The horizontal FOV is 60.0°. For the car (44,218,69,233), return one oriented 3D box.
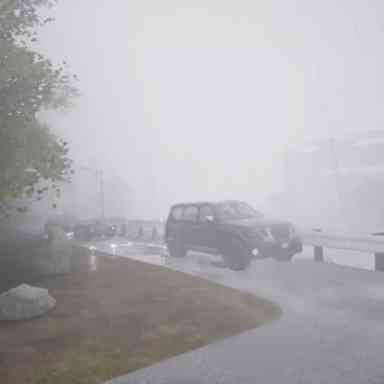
[{"bbox_3d":[-13.998,3.468,34.385,1.837,1.490,4.892,-2,-3,-33],"label":"car"}]

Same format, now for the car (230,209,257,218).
[{"bbox_3d":[10.797,4.505,69.795,5.366,1.575,1.946,1,0,36],"label":"car"}]

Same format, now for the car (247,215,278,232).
[{"bbox_3d":[9.132,3.966,42.673,2.185,1.767,4.553,0,1,36],"label":"car"}]

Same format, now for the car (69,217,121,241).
[{"bbox_3d":[-7.104,2.692,23.903,1.895,1.301,4.718,-2,-3,-33],"label":"car"}]

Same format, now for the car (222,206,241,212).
[{"bbox_3d":[10.893,4.659,92.032,4.792,1.488,2.163,-1,-1,35],"label":"car"}]

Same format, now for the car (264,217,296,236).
[{"bbox_3d":[10.652,4.093,40.036,1.946,1.575,5.366,0,1,36],"label":"car"}]

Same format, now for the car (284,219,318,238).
[{"bbox_3d":[12.397,4.097,37.734,2.231,1.521,4.892,0,1,36],"label":"car"}]

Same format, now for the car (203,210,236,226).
[{"bbox_3d":[4.190,3.835,50.056,2.435,2.045,5.566,-1,0,36],"label":"car"}]

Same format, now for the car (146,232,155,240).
[{"bbox_3d":[-0.630,4.238,26.761,2.435,2.045,5.566,-1,1,36],"label":"car"}]

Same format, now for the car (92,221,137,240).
[{"bbox_3d":[-9.035,4.482,39.303,2.231,1.521,4.892,-1,1,36],"label":"car"}]

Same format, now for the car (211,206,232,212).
[{"bbox_3d":[7.917,4.605,90.227,5.366,1.575,1.946,-1,-1,36],"label":"car"}]

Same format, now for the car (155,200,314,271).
[{"bbox_3d":[1.044,1.303,11.534,2.150,2.045,5.566,-2,-3,-34],"label":"car"}]

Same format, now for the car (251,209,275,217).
[{"bbox_3d":[15.635,4.611,73.305,4.674,1.452,2.002,1,1,36],"label":"car"}]

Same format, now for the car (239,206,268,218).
[{"bbox_3d":[13.173,4.290,71.594,5.566,2.045,2.435,1,0,36],"label":"car"}]

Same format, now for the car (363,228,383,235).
[{"bbox_3d":[17.430,4.096,30.500,1.946,1.575,5.366,-1,0,36],"label":"car"}]

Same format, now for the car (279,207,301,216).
[{"bbox_3d":[23.089,4.511,78.428,4.553,1.767,2.185,1,0,36],"label":"car"}]

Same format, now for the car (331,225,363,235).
[{"bbox_3d":[15.678,4.099,32.812,2.097,1.535,5.008,0,1,37],"label":"car"}]

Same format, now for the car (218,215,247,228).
[{"bbox_3d":[5.826,4.128,47.571,2.002,1.452,4.674,-1,0,36],"label":"car"}]

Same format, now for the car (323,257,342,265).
[{"bbox_3d":[6.093,4.245,16.707,2.435,2.045,5.566,-1,1,36],"label":"car"}]

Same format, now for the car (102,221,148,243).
[{"bbox_3d":[-7.335,4.356,36.814,2.185,1.767,4.553,-1,2,36],"label":"car"}]

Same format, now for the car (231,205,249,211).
[{"bbox_3d":[13.639,4.529,93.987,4.553,1.767,2.185,-1,-1,36],"label":"car"}]

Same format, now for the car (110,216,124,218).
[{"bbox_3d":[-10.724,4.229,41.788,2.435,2.045,5.566,-1,2,36],"label":"car"}]

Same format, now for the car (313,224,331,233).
[{"bbox_3d":[14.054,4.127,35.294,2.163,1.488,4.792,-1,0,36],"label":"car"}]

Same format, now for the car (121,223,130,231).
[{"bbox_3d":[-5.698,4.360,34.254,2.185,1.767,4.553,-1,1,36],"label":"car"}]

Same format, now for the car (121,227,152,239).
[{"bbox_3d":[-4.011,4.362,31.740,2.185,1.767,4.553,-1,1,36],"label":"car"}]

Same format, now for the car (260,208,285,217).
[{"bbox_3d":[18.137,4.595,75.006,5.008,1.535,2.097,1,1,36],"label":"car"}]

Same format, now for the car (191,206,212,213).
[{"bbox_3d":[2.473,4.558,86.287,4.892,1.521,2.231,-1,-1,36],"label":"car"}]
